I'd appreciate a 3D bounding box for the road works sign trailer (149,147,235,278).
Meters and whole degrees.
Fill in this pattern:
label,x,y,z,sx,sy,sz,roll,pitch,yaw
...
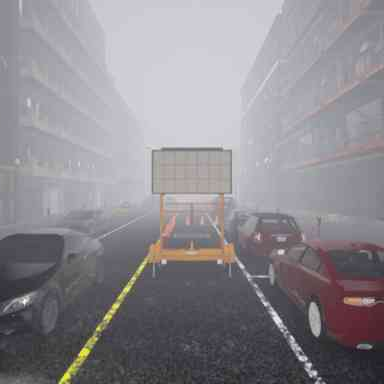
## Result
label,x,y,z,sx,sy,sz,roll,pitch,yaw
road works sign trailer,-0.003,0.464,10.073,2.380,3.560,2.880,0,0,0

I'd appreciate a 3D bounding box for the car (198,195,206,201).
label,x,y,z,sx,sy,sz,roll,pitch,yaw
car,2.674,1.498,79.748,1.752,1.417,4.829,0,0,0

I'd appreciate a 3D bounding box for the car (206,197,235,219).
label,x,y,z,sx,sy,sz,roll,pitch,yaw
car,2.686,1.311,28.851,2.192,1.841,5.009,0,0,0

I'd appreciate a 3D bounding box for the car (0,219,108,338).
label,x,y,z,sx,sy,sz,roll,pitch,yaw
car,-3.102,1.525,6.735,1.812,1.442,4.674,0,0,0

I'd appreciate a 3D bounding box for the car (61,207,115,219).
label,x,y,z,sx,sy,sz,roll,pitch,yaw
car,-5.693,1.564,17.579,1.947,1.339,4.313,0,0,0

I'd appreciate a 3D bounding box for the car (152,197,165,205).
label,x,y,z,sx,sy,sz,roll,pitch,yaw
car,-5.702,1.566,57.035,1.802,1.307,4.206,0,0,0

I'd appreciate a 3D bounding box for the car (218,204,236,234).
label,x,y,z,sx,sy,sz,roll,pitch,yaw
car,2.688,1.549,17.577,2.008,1.369,4.403,0,0,0

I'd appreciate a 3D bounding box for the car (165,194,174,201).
label,x,y,z,sx,sy,sz,roll,pitch,yaw
car,-5.708,1.409,85.216,1.967,1.590,4.097,0,0,0

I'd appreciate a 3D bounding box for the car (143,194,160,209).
label,x,y,z,sx,sy,sz,roll,pitch,yaw
car,-5.699,1.429,45.762,1.967,1.590,4.097,0,0,0

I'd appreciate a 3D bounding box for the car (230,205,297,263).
label,x,y,z,sx,sy,sz,roll,pitch,yaw
car,2.689,1.439,11.942,1.967,1.590,4.097,0,0,0

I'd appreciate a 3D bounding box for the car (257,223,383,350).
label,x,y,z,sx,sy,sz,roll,pitch,yaw
car,2.690,1.545,6.305,1.887,1.381,4.507,0,0,0

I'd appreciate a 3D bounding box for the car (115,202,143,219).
label,x,y,z,sx,sy,sz,roll,pitch,yaw
car,-5.696,1.521,28.682,1.752,1.417,4.829,0,0,0

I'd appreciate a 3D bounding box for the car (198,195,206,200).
label,x,y,z,sx,sy,sz,roll,pitch,yaw
car,2.671,1.510,90.851,1.887,1.381,4.507,0,0,0

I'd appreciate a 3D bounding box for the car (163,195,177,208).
label,x,y,z,sx,sy,sz,roll,pitch,yaw
car,-3.107,1.513,48.793,1.812,1.442,4.674,0,0,0
